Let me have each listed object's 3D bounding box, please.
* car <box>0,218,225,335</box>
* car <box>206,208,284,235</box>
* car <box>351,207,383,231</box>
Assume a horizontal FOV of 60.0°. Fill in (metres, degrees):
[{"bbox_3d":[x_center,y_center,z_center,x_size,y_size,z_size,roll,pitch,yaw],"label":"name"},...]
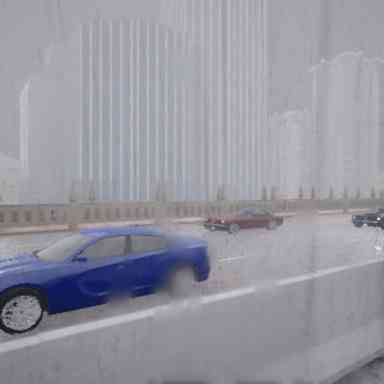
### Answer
[{"bbox_3d":[-1.884,1.475,6.908,5.008,1.535,1.882,0,0,-35],"label":"car"},{"bbox_3d":[2.946,1.597,18.764,4.718,1.301,1.895,0,0,-34],"label":"car"},{"bbox_3d":[11.940,1.598,20.614,4.718,1.301,1.895,0,0,-34],"label":"car"}]
